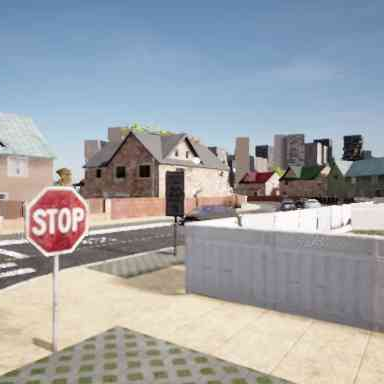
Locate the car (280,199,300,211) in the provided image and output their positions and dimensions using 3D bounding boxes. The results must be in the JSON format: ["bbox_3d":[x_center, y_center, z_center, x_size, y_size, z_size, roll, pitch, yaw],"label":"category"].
[{"bbox_3d":[12.295,1.605,42.382,2.128,1.511,4.902,1,0,19],"label":"car"}]

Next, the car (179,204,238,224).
[{"bbox_3d":[1.342,1.613,24.019,2.033,1.411,5.357,1,1,37],"label":"car"}]

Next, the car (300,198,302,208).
[{"bbox_3d":[17.116,1.654,50.630,2.128,1.511,4.902,1,0,7],"label":"car"}]

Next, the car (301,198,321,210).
[{"bbox_3d":[14.671,1.678,40.640,1.812,1.442,4.674,1,0,20],"label":"car"}]
